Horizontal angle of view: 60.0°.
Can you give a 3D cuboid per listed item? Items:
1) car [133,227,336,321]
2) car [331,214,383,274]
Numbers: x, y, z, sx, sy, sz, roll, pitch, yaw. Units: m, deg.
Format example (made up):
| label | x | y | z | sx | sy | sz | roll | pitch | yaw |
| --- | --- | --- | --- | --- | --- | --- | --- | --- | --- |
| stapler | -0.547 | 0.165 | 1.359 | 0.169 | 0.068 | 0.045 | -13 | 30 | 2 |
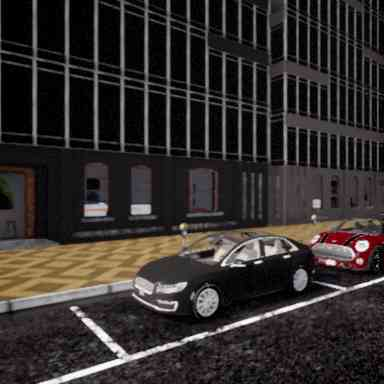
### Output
| label | x | y | z | sx | sy | sz | roll | pitch | yaw |
| --- | --- | --- | --- | --- | --- | --- | --- | --- | --- |
| car | 0.889 | 1.558 | 7.197 | 4.403 | 1.369 | 2.008 | 0 | 0 | -36 |
| car | 5.522 | 1.454 | 10.506 | 4.097 | 1.590 | 1.967 | 0 | 0 | -36 |
